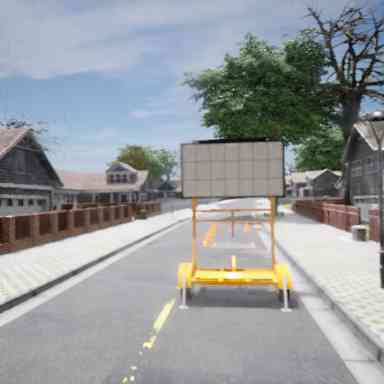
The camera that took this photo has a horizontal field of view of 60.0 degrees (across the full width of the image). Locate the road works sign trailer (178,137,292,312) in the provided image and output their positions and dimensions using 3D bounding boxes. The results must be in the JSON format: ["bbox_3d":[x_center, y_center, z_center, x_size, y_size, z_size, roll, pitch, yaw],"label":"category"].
[{"bbox_3d":[0.969,0.543,7.938,2.380,3.560,2.880,-1,-1,7],"label":"road works sign trailer"}]
